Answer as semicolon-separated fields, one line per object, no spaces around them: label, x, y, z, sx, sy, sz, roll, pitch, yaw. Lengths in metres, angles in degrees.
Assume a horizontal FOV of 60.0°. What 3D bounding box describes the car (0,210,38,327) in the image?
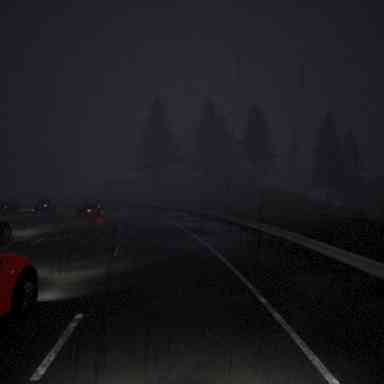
car;-3.834;1.328;4.358;2.097;1.767;4.553;0;0;-3

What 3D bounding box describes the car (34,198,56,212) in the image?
car;-15.619;1.332;35.296;1.994;1.385;4.181;0;0;-25

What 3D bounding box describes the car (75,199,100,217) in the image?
car;-9.047;1.325;28.869;1.812;1.442;4.674;0;0;-20

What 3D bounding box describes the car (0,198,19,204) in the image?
car;-19.047;1.311;34.385;1.812;1.442;4.674;0;0;-26

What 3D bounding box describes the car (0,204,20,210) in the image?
car;-8.197;1.421;11.958;2.128;1.511;4.902;0;0;-9
